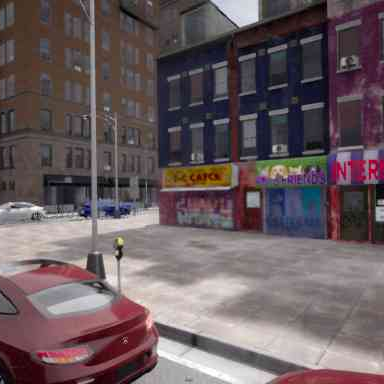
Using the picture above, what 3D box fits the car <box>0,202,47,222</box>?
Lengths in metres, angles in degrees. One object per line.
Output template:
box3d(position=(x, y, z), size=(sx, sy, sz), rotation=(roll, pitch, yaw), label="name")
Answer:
box3d(position=(-12.516, 1.442, 23.074), size=(1.812, 1.442, 4.674), rotation=(-1, 0, 36), label="car")

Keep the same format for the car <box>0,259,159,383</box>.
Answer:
box3d(position=(-2.319, 1.583, 4.471), size=(4.206, 1.307, 1.802), rotation=(0, -1, 35), label="car")

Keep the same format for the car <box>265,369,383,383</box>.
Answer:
box3d(position=(2.114, 1.582, 1.319), size=(4.206, 1.307, 1.802), rotation=(0, -1, 35), label="car")

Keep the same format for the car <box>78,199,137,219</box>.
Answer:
box3d(position=(-6.555, 1.285, 26.312), size=(1.882, 1.535, 5.008), rotation=(-1, 0, 36), label="car")
